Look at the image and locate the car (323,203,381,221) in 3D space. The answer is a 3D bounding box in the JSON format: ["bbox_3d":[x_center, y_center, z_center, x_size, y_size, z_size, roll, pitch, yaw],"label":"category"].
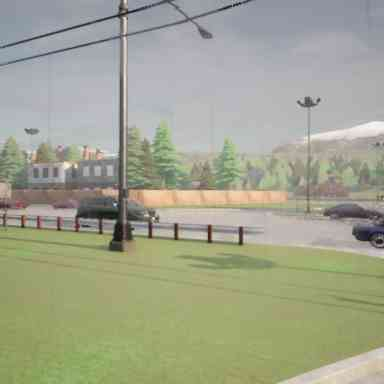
[{"bbox_3d":[13.209,1.627,27.227,4.674,1.442,1.812,0,0,28],"label":"car"}]

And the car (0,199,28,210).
[{"bbox_3d":[-22.982,1.595,42.238,4.718,1.301,1.895,0,0,28],"label":"car"}]

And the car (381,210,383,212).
[{"bbox_3d":[15.622,1.578,22.012,5.008,1.535,1.882,0,0,28],"label":"car"}]

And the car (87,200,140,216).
[{"bbox_3d":[-8.182,1.582,34.484,5.357,1.411,2.033,0,0,28],"label":"car"}]

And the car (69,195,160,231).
[{"bbox_3d":[-4.703,1.242,20.808,5.566,2.045,2.150,0,0,28],"label":"car"}]

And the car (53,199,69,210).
[{"bbox_3d":[-15.801,1.586,42.808,4.181,1.385,1.994,0,0,23],"label":"car"}]

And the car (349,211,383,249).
[{"bbox_3d":[9.151,1.661,13.548,4.718,1.301,1.895,0,0,28],"label":"car"}]
